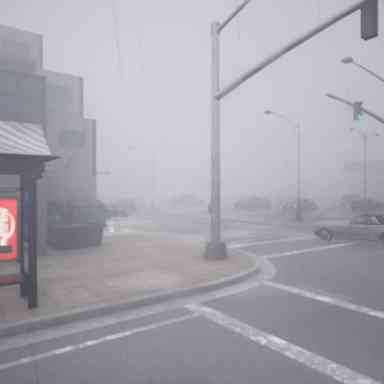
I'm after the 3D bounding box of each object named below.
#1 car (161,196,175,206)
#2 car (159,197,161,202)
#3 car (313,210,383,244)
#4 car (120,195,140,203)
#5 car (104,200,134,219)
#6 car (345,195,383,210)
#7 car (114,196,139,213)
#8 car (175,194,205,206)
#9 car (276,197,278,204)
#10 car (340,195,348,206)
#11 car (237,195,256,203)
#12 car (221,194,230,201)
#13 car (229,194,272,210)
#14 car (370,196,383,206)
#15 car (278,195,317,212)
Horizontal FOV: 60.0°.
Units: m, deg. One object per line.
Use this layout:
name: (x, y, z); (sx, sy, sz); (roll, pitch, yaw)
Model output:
car: (-2.029, 1.208, 52.945); (4.605, 1.855, 1.932); (0, 0, -36)
car: (-4.954, 1.474, 70.035); (3.806, 1.475, 1.970); (0, 0, -36)
car: (8.007, 1.664, 15.241); (1.895, 1.301, 4.718); (0, -2, -36)
car: (-12.724, 1.484, 68.144); (3.633, 1.501, 1.845); (0, 0, -36)
car: (-7.524, 1.744, 30.797); (1.895, 1.301, 4.718); (0, 0, -36)
car: (19.296, 1.386, 36.500); (4.514, 1.523, 2.007); (0, 0, -36)
car: (-8.075, 1.484, 37.759); (2.097, 1.767, 4.553); (0, 0, -36)
car: (-0.004, 1.186, 50.821); (3.866, 1.878, 1.905); (0, 0, -36)
car: (16.739, 1.356, 58.516); (4.514, 1.523, 2.007); (0, 0, -36)
car: (23.403, 1.157, 47.968); (4.605, 1.855, 1.932); (0, 0, -36)
car: (10.962, 1.378, 66.670); (3.633, 1.501, 1.845); (0, 0, -36)
car: (10.317, 1.367, 80.770); (5.027, 1.636, 2.152); (0, 0, -36)
car: (7.436, 1.263, 40.413); (5.027, 1.636, 2.152); (0, 0, -36)
car: (30.280, 1.397, 52.930); (3.806, 1.475, 1.970); (0, 0, -36)
car: (11.431, 1.340, 35.380); (3.806, 1.475, 1.970); (0, 0, -36)
